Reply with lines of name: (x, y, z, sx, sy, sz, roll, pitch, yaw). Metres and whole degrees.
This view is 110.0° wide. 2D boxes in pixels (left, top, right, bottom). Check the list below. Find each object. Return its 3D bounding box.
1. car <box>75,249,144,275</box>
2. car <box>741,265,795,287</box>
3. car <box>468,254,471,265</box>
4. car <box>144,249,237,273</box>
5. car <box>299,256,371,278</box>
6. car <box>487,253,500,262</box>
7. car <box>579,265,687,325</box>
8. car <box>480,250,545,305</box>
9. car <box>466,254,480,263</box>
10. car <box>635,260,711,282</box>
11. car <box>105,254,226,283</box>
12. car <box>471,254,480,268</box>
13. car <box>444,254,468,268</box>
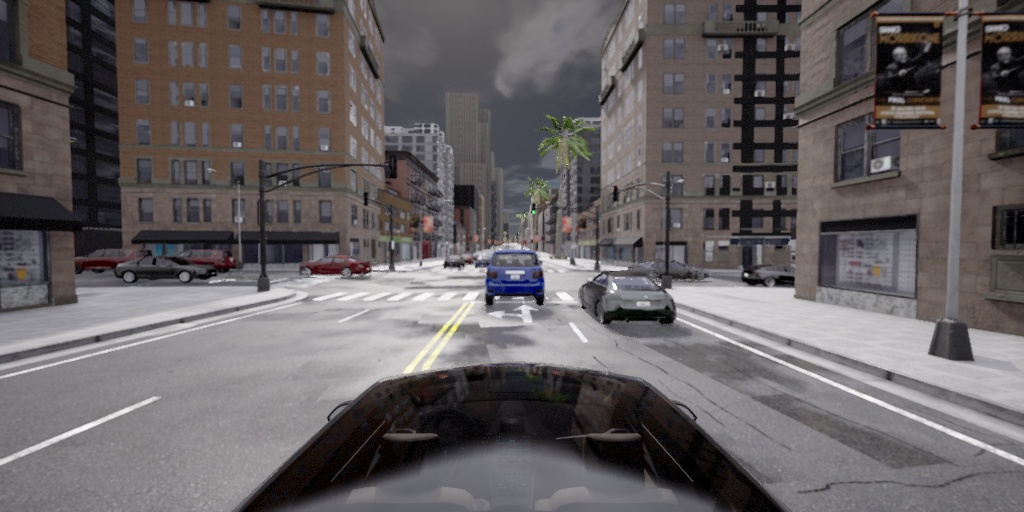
car: (-29.324, 0.394, 26.357, 5.009, 1.841, 2.192, 0, 0, -9)
car: (16.222, 1.189, 21.662, 4.313, 1.339, 1.948, 0, 0, 0)
car: (-6.529, 0.423, 50.696, 1.882, 1.535, 5.008, 0, 1, 0)
car: (-23.877, 0.422, 27.176, 5.009, 1.841, 2.192, 0, 0, -9)
car: (-12.757, 0.728, 25.898, 5.008, 1.535, 1.882, 1, 1, 6)
car: (-3.209, 0.288, 62.714, 2.033, 1.411, 5.357, 0, 1, 0)
car: (3.352, 1.159, 11.116, 1.994, 1.385, 4.181, 0, 1, 0)
car: (0.106, 0.760, 14.745, 2.150, 2.045, 5.566, 0, 1, 0)
car: (-6.460, 0.388, 60.039, 1.895, 1.301, 4.718, 0, 1, 0)
car: (10.843, 1.019, 25.098, 5.357, 1.411, 2.033, 1, 1, -1)
car: (-20.855, 0.798, 21.778, 4.892, 1.490, 1.837, 0, 2, -9)
car: (-3.316, 0.625, 42.732, 2.033, 1.411, 5.357, 0, 1, 0)
car: (-6.565, 0.580, 41.182, 1.882, 1.535, 5.008, 0, 1, 0)
